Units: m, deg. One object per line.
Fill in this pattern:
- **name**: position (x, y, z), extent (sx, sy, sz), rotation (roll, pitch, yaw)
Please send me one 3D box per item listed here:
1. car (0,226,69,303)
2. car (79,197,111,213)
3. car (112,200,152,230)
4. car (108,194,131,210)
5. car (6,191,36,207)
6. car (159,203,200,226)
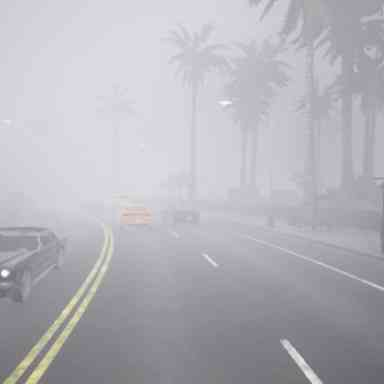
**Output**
- **car**: position (-4.463, 1.566, 8.123), extent (1.895, 1.301, 4.718), rotation (1, 0, -9)
- **car**: position (-11.136, 1.516, 37.173), extent (2.033, 1.411, 5.357), rotation (1, 0, -32)
- **car**: position (-3.794, 1.496, 21.233), extent (1.882, 1.535, 5.008), rotation (1, 0, -17)
- **car**: position (-9.200, 1.228, 40.619), extent (2.150, 2.045, 5.566), rotation (1, -1, -33)
- **car**: position (-24.094, 1.042, 46.713), extent (5.566, 2.045, 2.150), rotation (0, -1, 39)
- **car**: position (-0.993, 1.545, 23.921), extent (1.882, 1.535, 5.008), rotation (1, 0, -19)
